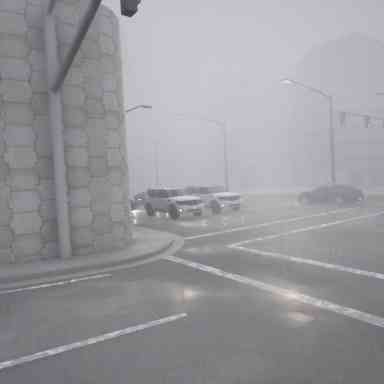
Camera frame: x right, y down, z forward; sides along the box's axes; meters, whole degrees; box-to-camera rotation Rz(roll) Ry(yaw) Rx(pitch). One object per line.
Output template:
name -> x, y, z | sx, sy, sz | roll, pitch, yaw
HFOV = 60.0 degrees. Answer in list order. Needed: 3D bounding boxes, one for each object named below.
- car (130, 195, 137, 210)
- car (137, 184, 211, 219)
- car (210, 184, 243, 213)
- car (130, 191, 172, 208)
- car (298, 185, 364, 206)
car -> -6.867, 1.001, 31.330 | 1.994, 1.385, 4.181 | -5, 3, -35
car -> -1.445, 0.661, 23.630 | 2.150, 2.045, 5.566 | -5, 3, -35
car -> 1.400, 0.425, 25.654 | 2.150, 2.045, 5.566 | -5, 3, -35
car -> -4.217, 0.692, 33.629 | 2.128, 1.511, 4.902 | -5, 3, -35
car -> 10.426, 0.224, 25.373 | 1.837, 1.490, 4.892 | -5, 3, -35
